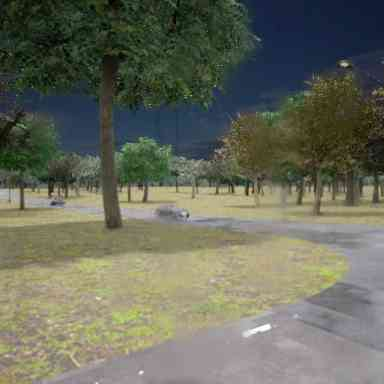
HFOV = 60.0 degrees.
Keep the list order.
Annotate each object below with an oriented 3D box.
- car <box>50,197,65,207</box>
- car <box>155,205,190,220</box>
[{"bbox_3d":[-30.094,2.196,74.482,2.150,2.045,5.566,0,0,-35],"label":"car"},{"bbox_3d":[-2.121,2.064,34.694,2.128,1.511,4.902,0,-1,-35],"label":"car"}]
